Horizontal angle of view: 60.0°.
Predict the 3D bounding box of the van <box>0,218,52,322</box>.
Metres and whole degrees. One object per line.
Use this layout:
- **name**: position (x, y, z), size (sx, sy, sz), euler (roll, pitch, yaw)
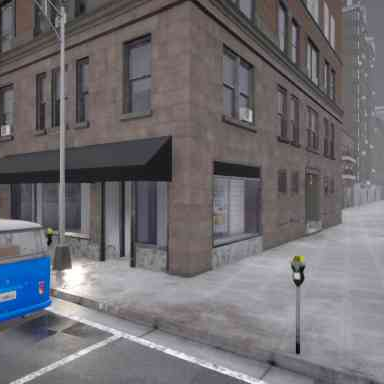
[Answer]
- **van**: position (-4.298, 1.340, 6.085), size (3.998, 1.788, 1.690), euler (0, 0, 35)
